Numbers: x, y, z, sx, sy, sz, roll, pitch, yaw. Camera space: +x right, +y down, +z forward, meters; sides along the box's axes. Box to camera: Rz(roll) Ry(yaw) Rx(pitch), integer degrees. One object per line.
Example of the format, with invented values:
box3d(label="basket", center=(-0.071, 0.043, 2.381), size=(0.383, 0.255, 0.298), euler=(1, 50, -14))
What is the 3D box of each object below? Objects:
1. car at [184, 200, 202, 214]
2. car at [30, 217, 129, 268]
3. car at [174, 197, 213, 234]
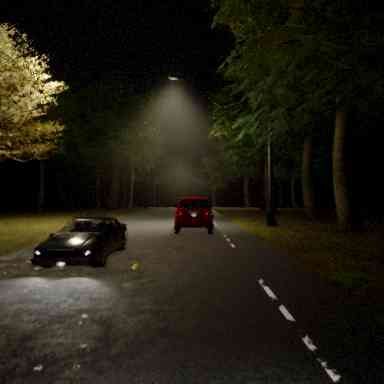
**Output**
box3d(label="car", center=(0.106, 1.820, 40.682), size=(2.128, 1.511, 4.902), euler=(0, -1, 0))
box3d(label="car", center=(-3.532, 1.591, 11.683), size=(2.033, 1.411, 5.357), euler=(0, 0, 1))
box3d(label="car", center=(0.103, 1.337, 20.354), size=(2.150, 2.045, 5.566), euler=(0, -1, 0))
